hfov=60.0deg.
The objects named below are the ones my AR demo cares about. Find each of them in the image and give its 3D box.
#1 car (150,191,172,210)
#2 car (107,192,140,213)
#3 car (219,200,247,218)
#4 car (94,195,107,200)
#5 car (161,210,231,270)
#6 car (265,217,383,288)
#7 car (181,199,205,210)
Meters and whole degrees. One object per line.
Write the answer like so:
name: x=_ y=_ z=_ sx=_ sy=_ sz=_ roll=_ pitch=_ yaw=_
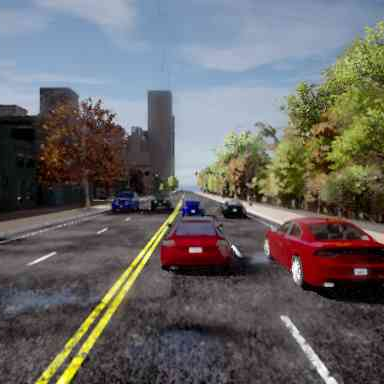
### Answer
car: x=-3.431 y=0.962 z=38.018 sx=2.150 sy=2.045 sz=5.566 roll=0 pitch=0 yaw=-1
car: x=-6.642 y=0.990 z=33.923 sx=2.150 sy=2.045 sz=5.566 roll=0 pitch=0 yaw=0
car: x=3.338 y=1.374 z=27.863 sx=1.994 sy=1.385 sz=4.181 roll=0 pitch=0 yaw=0
car: x=-20.709 y=1.291 z=78.105 sx=4.313 sy=1.339 sz=1.947 roll=-1 pitch=2 yaw=-1
car: x=0.098 y=1.490 z=10.785 sx=1.994 sy=1.385 sz=4.181 roll=0 pitch=0 yaw=0
car: x=3.336 y=1.415 z=9.061 sx=1.882 sy=1.535 sz=5.008 roll=0 pitch=0 yaw=0
car: x=0.087 y=1.332 z=28.371 sx=1.812 sy=1.442 sz=4.674 roll=0 pitch=0 yaw=0
